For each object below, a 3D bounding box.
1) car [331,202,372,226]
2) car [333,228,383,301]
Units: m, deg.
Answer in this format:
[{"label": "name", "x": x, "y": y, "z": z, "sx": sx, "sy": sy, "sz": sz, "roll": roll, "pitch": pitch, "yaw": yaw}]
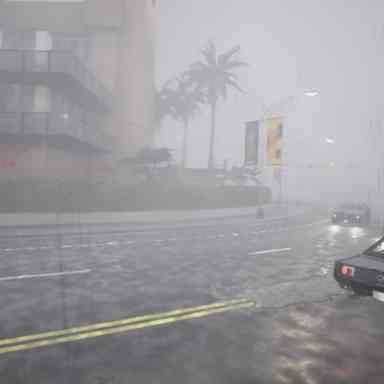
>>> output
[{"label": "car", "x": 10.979, "y": 1.402, "z": 22.636, "sx": 2.033, "sy": 1.411, "sz": 5.357, "roll": 3, "pitch": 1, "yaw": 35}, {"label": "car", "x": 5.202, "y": 1.597, "z": 7.161, "sx": 4.718, "sy": 1.301, "sz": 1.895, "roll": 1, "pitch": 1, "yaw": -35}]
